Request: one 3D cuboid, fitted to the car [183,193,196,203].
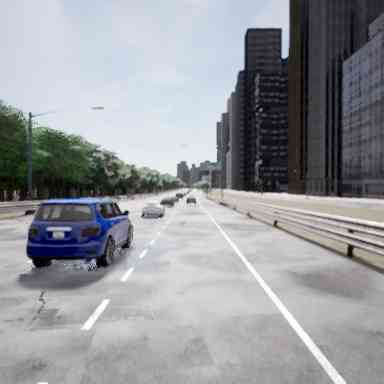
[{"bbox_3d":[-0.154,1.502,67.097,2.128,1.511,4.902,0,0,0],"label":"car"}]

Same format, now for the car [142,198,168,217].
[{"bbox_3d":[-3.564,1.540,31.054,1.812,1.442,4.674,0,0,0],"label":"car"}]

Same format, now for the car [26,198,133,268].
[{"bbox_3d":[-3.512,1.226,11.437,2.150,2.045,5.566,0,0,0],"label":"car"}]

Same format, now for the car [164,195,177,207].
[{"bbox_3d":[-3.658,1.523,51.068,1.837,1.490,4.892,0,0,0],"label":"car"}]

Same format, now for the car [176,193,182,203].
[{"bbox_3d":[-3.781,1.561,71.618,1.994,1.385,4.181,0,0,0],"label":"car"}]
